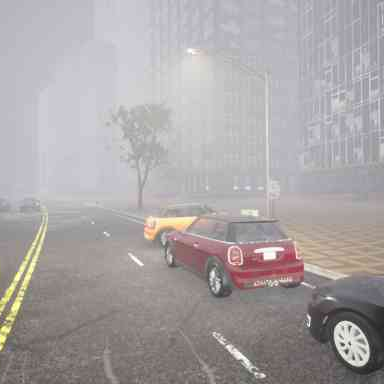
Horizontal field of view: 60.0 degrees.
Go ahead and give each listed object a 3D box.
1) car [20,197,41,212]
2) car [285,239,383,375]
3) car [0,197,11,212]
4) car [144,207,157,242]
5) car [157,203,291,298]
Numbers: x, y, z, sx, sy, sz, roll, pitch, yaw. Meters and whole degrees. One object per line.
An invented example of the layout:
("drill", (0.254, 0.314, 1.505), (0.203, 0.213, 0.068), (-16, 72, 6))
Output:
("car", (-19.109, 1.392, 39.331), (2.097, 1.767, 4.553), (0, 0, -24))
("car", (3.584, 1.505, 3.473), (1.837, 1.490, 4.892), (0, 0, -36))
("car", (-22.069, 1.389, 37.989), (2.097, 1.767, 4.553), (0, 0, -24))
("car", (0.226, 1.277, 14.630), (4.553, 1.767, 2.097), (-3, 1, -18))
("car", (0.812, 1.355, 8.925), (2.097, 1.767, 4.553), (0, 0, -23))
